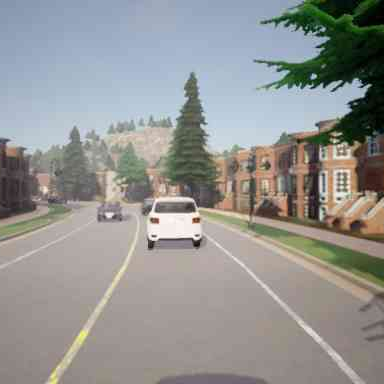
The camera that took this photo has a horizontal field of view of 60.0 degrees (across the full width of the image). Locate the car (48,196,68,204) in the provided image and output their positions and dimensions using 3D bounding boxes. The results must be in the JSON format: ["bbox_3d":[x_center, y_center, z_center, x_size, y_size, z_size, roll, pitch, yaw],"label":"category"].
[{"bbox_3d":[-25.344,1.590,62.669,4.902,1.511,2.128,0,0,40],"label":"car"}]

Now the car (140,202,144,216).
[{"bbox_3d":[-4.117,1.546,32.844,1.812,1.442,4.674,0,0,-13],"label":"car"}]

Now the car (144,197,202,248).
[{"bbox_3d":[-0.888,1.229,14.973,2.150,2.045,5.566,0,0,-6],"label":"car"}]

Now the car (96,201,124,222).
[{"bbox_3d":[-6.480,1.516,26.484,2.128,1.511,4.902,0,0,-12],"label":"car"}]
